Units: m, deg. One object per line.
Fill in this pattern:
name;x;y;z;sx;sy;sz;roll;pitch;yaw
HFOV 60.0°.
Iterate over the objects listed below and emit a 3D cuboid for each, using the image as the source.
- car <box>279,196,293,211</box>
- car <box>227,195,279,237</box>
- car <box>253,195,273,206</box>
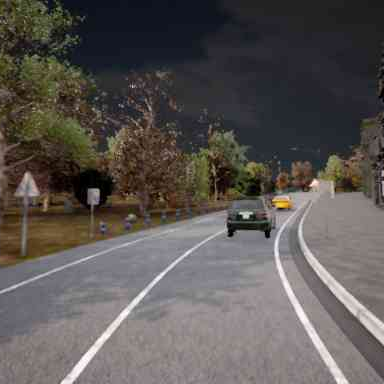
car;9.782;1.124;35.780;1.882;1.535;5.008;-2;1;21
car;3.364;1.248;18.385;2.150;2.045;5.566;-1;0;17
car;9.585;1.129;44.635;1.895;1.301;4.718;-2;1;22
